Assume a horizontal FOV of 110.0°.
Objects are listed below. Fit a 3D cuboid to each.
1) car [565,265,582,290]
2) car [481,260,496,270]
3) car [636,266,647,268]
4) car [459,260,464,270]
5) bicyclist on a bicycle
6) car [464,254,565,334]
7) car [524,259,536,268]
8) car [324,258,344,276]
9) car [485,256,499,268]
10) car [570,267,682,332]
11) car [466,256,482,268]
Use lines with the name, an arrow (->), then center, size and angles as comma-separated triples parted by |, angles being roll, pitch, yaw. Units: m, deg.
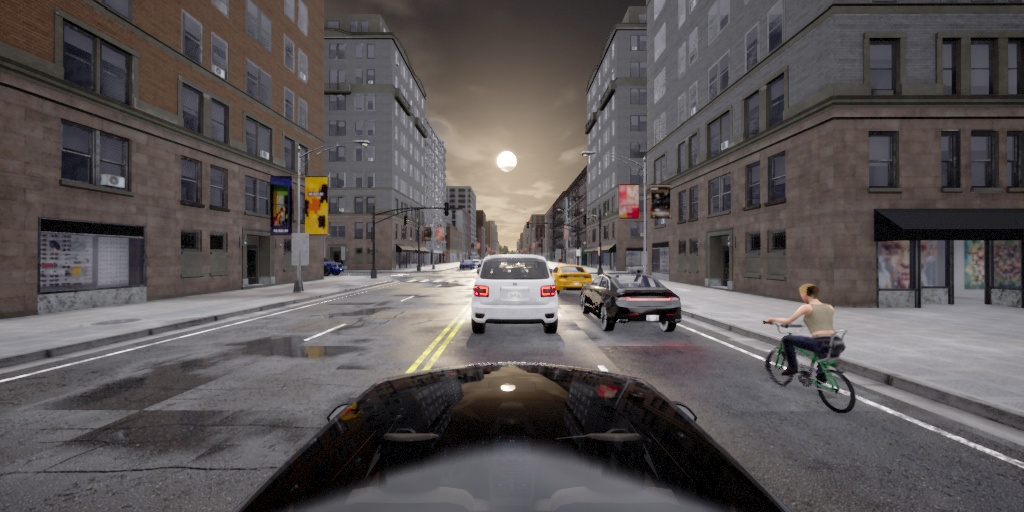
car -> 3.201, 1.232, 20.357 | 1.882, 1.535, 5.008 | 0, 0, 0
car -> -3.473, 1.334, 53.124 | 1.994, 1.385, 4.181 | 0, 0, 0
car -> 14.954, 1.412, 38.761 | 4.718, 1.301, 1.895 | 0, 0, 1
car -> -6.731, 1.248, 54.132 | 1.882, 1.535, 5.008 | 0, 0, 0
bicyclist on a bicycle -> 4.126, 1.187, 5.062 | 0.866, 1.612, 1.509 | 0, 0, 0
car -> 0.074, 0.973, 10.794 | 2.150, 2.045, 5.566 | 0, 0, 0
car -> 3.172, 1.280, 63.668 | 1.837, 1.490, 4.892 | 0, 0, 0
car -> -19.820, 0.958, 35.866 | 5.566, 2.045, 2.150 | 0, 0, 2
car -> -3.483, 0.995, 62.465 | 2.150, 2.045, 5.566 | 0, 0, 0
car -> 3.318, 1.243, 10.867 | 2.128, 1.511, 4.902 | 0, 0, 0
car -> -6.725, 0.995, 64.076 | 2.150, 2.045, 5.566 | 0, 0, 0
